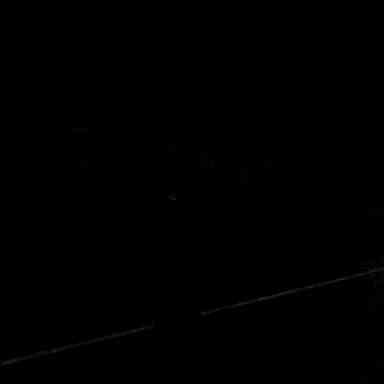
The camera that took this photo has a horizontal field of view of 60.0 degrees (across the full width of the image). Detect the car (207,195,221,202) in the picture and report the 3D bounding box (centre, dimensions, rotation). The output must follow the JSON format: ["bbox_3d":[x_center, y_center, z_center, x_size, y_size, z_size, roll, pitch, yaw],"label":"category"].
[{"bbox_3d":[3.159,1.455,70.213,2.033,1.411,5.357,0,0,-34],"label":"car"}]

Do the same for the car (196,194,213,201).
[{"bbox_3d":[3.142,1.363,82.802,1.812,1.442,4.674,0,0,-34],"label":"car"}]

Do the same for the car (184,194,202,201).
[{"bbox_3d":[0.236,1.323,80.852,1.837,1.490,4.892,0,0,-34],"label":"car"}]

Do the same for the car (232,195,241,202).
[{"bbox_3d":[8.864,1.471,74.274,2.128,1.511,4.902,0,0,-34],"label":"car"}]

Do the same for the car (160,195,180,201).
[{"bbox_3d":[-5.578,1.320,76.953,2.128,1.511,4.902,0,0,-34],"label":"car"}]

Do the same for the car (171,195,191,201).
[{"bbox_3d":[-2.671,1.349,78.902,2.033,1.411,5.357,0,0,-34],"label":"car"}]

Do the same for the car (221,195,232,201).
[{"bbox_3d":[5.942,1.525,72.347,1.895,1.301,4.718,0,0,-34],"label":"car"}]

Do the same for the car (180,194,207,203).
[{"bbox_3d":[0.212,1.400,68.323,2.128,1.511,4.902,0,0,-34],"label":"car"}]
